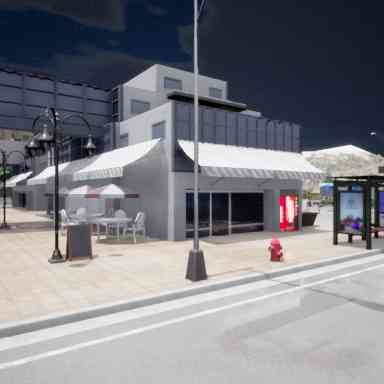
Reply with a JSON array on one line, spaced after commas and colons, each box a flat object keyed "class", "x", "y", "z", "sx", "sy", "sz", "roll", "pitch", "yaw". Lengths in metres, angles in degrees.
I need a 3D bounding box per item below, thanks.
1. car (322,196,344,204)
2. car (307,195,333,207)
[{"class": "car", "x": 28.398, "y": 1.489, "z": 66.886, "sx": 4.514, "sy": 1.523, "sz": 2.007, "roll": 0, "pitch": 0, "yaw": -36}, {"class": "car", "x": 19.116, "y": 1.345, "z": 48.773, "sx": 5.027, "sy": 1.636, "sz": 2.152, "roll": 0, "pitch": 0, "yaw": -36}]
